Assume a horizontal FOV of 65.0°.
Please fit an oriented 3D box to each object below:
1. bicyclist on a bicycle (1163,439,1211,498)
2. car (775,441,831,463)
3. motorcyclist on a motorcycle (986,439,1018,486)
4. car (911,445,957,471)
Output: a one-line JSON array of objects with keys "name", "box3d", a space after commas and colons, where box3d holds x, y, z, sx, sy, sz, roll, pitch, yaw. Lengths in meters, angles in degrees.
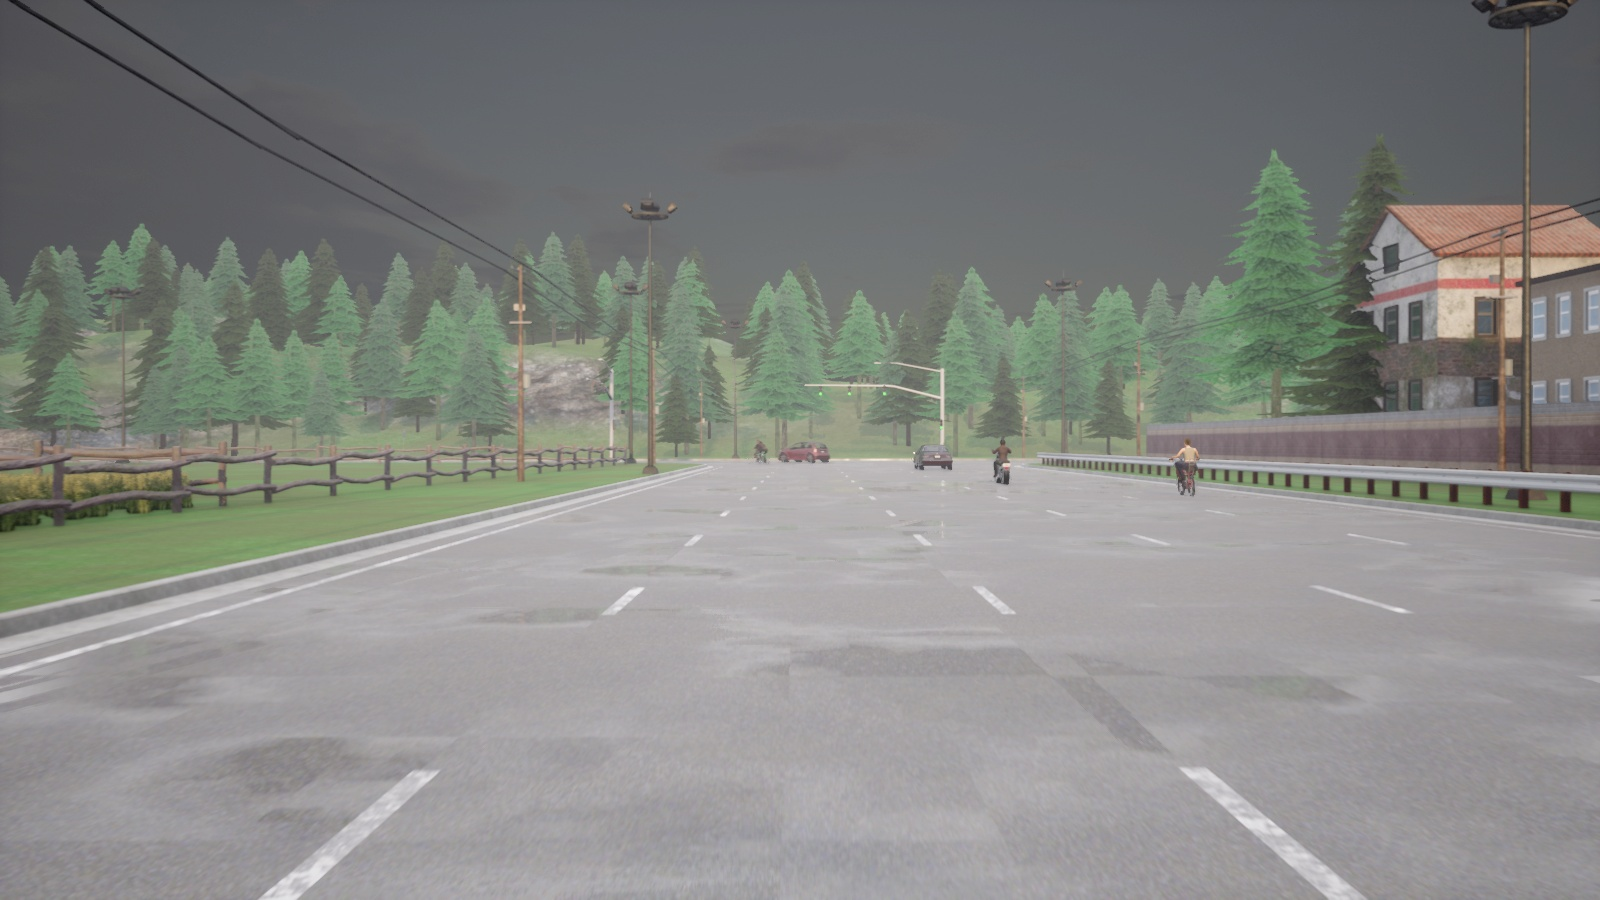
[{"name": "bicyclist on a bicycle", "box3d": [10.710, 0.495, 34.814, 0.866, 1.612, 1.509, 0, 0, 1]}, {"name": "car", "box3d": [0.212, 0.120, 93.067, 3.988, 1.617, 1.851, 0, 0, 42]}, {"name": "motorcyclist on a motorcycle", "box3d": [7.274, 0.447, 45.355, 0.766, 1.649, 2.350, 0, 0, 0]}, {"name": "car", "box3d": [7.416, 0.404, 70.184, 2.033, 1.411, 5.357, 0, 0, 0]}]
